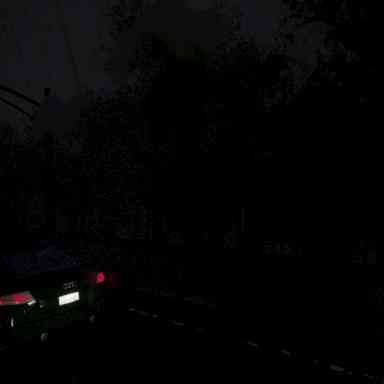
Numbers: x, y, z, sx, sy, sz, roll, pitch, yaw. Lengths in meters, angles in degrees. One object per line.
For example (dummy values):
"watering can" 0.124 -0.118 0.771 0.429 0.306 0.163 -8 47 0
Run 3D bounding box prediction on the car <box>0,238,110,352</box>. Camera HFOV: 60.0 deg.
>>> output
"car" -3.479 1.563 6.146 4.181 1.385 1.994 0 0 35
